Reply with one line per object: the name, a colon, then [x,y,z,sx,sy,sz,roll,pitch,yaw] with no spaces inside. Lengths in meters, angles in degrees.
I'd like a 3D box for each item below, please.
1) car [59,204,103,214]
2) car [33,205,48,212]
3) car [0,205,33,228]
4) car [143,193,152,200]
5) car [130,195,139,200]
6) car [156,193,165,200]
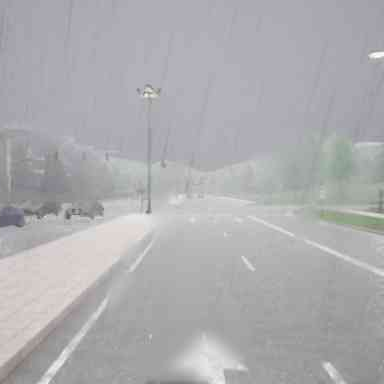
car: [-7.995,1.187,25.074,1.994,1.385,4.181,0,0,0]
car: [-11.495,1.175,25.075,2.033,1.411,5.357,0,0,0]
car: [-11.497,1.510,19.416,1.812,1.442,4.674,0,0,0]
car: [-11.929,1.287,89.707,2.097,1.767,4.553,0,0,-1]
car: [-15.428,1.457,89.625,2.128,1.511,4.902,0,0,-1]
car: [-8.428,1.158,89.700,2.150,2.045,5.566,0,0,-1]
